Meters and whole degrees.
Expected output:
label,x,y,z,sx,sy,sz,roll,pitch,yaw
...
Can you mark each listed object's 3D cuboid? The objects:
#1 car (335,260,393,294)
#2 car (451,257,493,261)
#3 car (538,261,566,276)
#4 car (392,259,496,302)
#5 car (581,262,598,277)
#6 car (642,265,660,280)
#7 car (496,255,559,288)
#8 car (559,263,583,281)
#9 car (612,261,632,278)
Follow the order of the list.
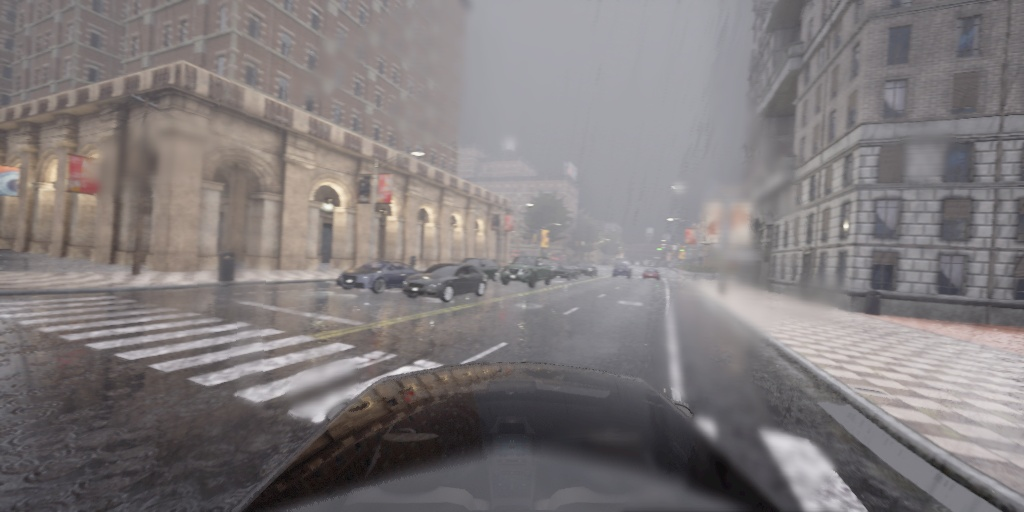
label,x,y,z,sx,sy,sz,roll,pitch,yaw
car,-6.014,0.900,16.813,1.994,1.385,4.181,4,0,23
car,-2.645,0.880,24.713,2.097,1.767,4.553,4,0,23
car,4.806,1.457,42.314,1.837,1.490,4.892,4,0,23
car,-2.717,1.050,15.634,1.837,1.490,4.892,4,0,22
car,8.966,1.562,43.161,2.097,1.767,4.553,4,0,23
car,18.000,2.332,46.369,1.994,1.385,4.181,4,0,23
car,1.160,0.987,24.707,2.150,2.045,5.566,4,0,23
car,4.982,1.585,33.770,1.895,1.301,4.718,4,0,23
car,14.547,1.902,47.167,2.097,1.767,4.553,4,0,23
